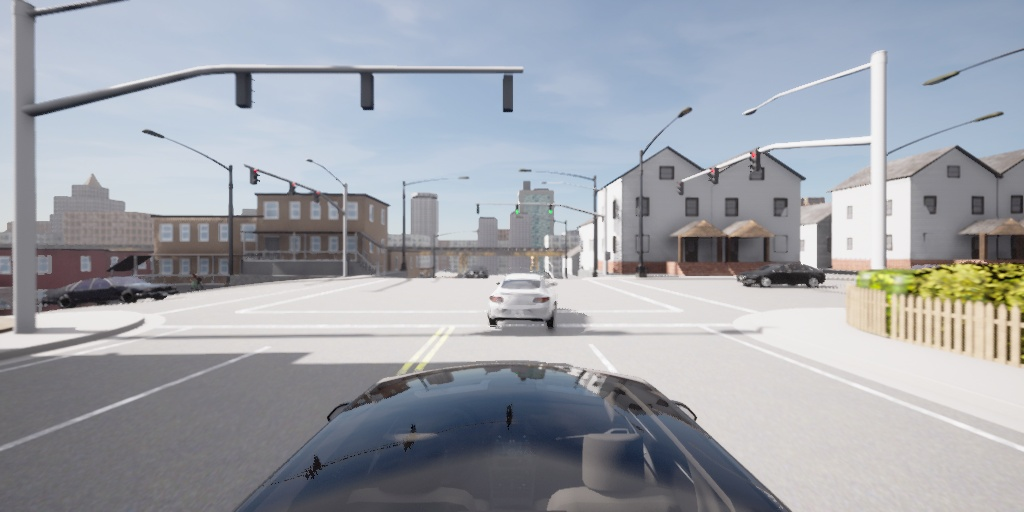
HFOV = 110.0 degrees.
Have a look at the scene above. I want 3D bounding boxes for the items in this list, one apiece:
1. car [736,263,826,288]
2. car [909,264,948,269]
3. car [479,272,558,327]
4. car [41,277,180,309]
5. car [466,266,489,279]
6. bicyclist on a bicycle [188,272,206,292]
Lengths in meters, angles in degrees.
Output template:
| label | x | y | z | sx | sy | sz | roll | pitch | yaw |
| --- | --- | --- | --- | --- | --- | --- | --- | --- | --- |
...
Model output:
| label | x | y | z | sx | sy | sz | roll | pitch | yaw |
| --- | --- | --- | --- | --- | --- | --- | --- | --- | --- |
| car | 16.731 | 1.192 | 22.441 | 4.892 | 1.490 | 1.837 | 0 | 0 | -1 |
| car | 26.585 | 1.235 | 22.572 | 5.357 | 1.411 | 2.033 | 0 | 0 | -1 |
| car | 0.453 | 1.242 | 11.312 | 1.812 | 1.442 | 4.674 | 0 | 0 | 8 |
| car | -20.336 | 1.769 | 18.233 | 5.357 | 1.411 | 2.033 | -5 | 0 | -1 |
| car | -3.622 | 2.049 | 38.826 | 2.150 | 2.045 | 5.566 | 0 | -8 | 0 |
| bicyclist on a bicycle | -25.647 | 2.129 | 29.111 | 0.582 | 1.620 | 1.656 | -8 | 0 | 0 |
